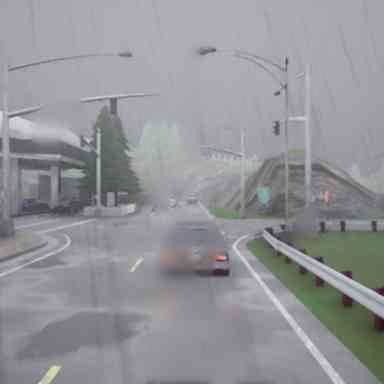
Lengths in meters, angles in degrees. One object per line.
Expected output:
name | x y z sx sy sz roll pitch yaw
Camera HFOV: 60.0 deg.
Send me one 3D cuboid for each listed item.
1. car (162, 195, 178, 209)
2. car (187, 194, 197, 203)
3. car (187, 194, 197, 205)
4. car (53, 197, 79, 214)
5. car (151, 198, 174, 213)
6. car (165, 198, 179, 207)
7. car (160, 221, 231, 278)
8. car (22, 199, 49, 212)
car | -3.595 1.445 49.562 2.150 2.045 5.566 0 0 0
car | -0.019 1.577 78.071 2.150 2.045 5.566 0 0 -2
car | 0.069 1.783 67.860 1.882 1.535 5.008 0 0 0
car | -14.533 1.487 38.520 1.905 1.878 3.866 0 0 -1
car | -3.601 1.724 39.204 2.033 1.411 5.357 0 0 0
car | -3.561 1.819 60.207 2.033 1.411 5.357 0 0 0
car | 0.085 1.594 10.230 2.033 1.411 5.357 0 0 0
car | -20.240 1.673 42.796 2.242 1.667 4.611 0 0 -1
